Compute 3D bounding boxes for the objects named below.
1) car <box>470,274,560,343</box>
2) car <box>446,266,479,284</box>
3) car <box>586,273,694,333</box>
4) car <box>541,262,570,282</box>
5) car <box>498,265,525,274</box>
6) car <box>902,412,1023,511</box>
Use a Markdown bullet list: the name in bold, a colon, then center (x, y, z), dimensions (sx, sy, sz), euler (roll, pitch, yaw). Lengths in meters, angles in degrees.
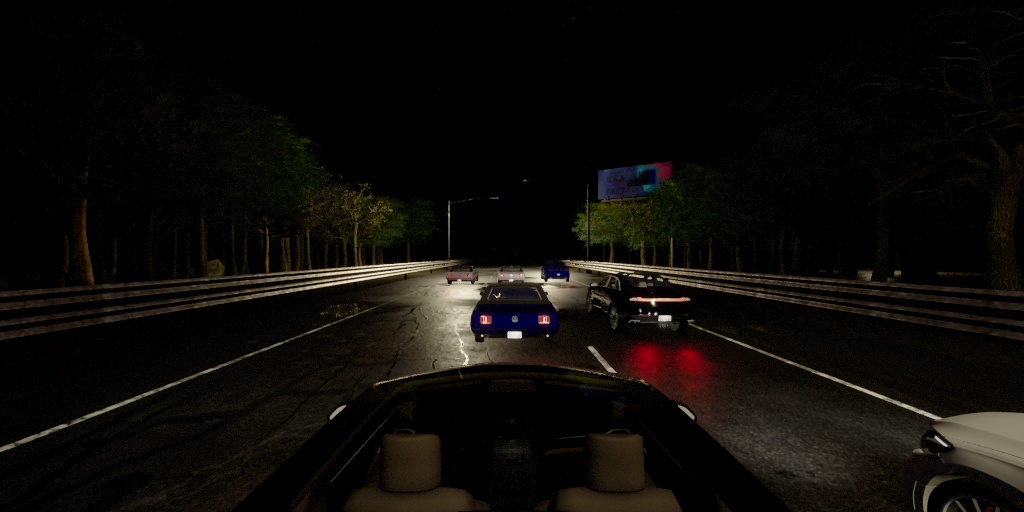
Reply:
- **car**: center (0.053, 1.351, 9.664), dimensions (1.895, 1.301, 4.718), euler (0, 0, 0)
- **car**: center (-3.548, 1.351, 26.434), dimensions (1.895, 1.301, 4.718), euler (0, 0, 0)
- **car**: center (3.548, 1.242, 10.787), dimensions (2.128, 1.511, 4.902), euler (0, 0, 0)
- **car**: center (3.438, 1.228, 29.095), dimensions (1.882, 1.535, 5.008), euler (0, 0, -1)
- **car**: center (-0.047, 1.351, 26.504), dimensions (1.895, 1.301, 4.718), euler (0, 0, 0)
- **car**: center (3.622, 1.276, 0.478), dimensions (1.812, 1.442, 4.674), euler (0, 0, 0)
